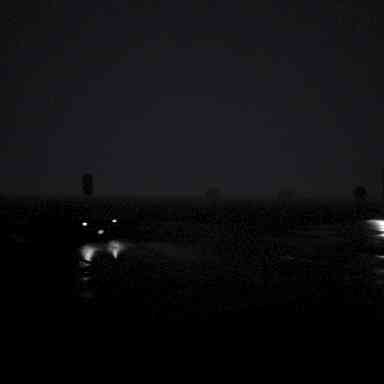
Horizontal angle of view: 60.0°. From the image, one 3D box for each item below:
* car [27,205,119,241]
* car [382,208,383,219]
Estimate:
[{"bbox_3d":[-5.427,1.282,14.986,4.718,1.301,1.895,1,2,39],"label":"car"},{"bbox_3d":[15.668,1.273,25.043,1.812,1.442,4.674,1,1,39],"label":"car"}]
